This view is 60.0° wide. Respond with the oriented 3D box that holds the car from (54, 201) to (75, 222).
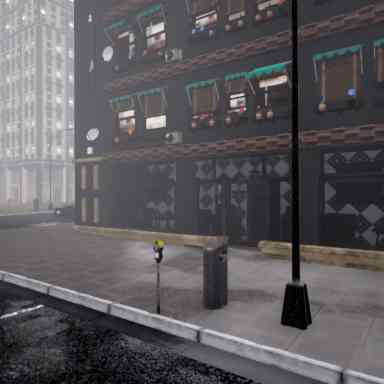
[{"bbox_3d":[-7.266,1.279,22.770,1.947,1.339,4.313,1,1,35],"label":"car"}]
